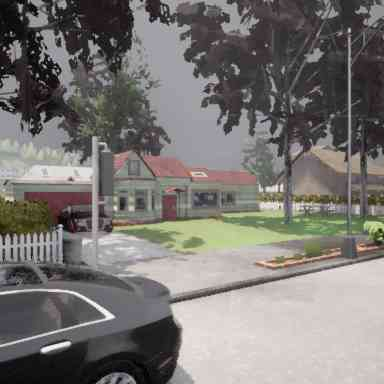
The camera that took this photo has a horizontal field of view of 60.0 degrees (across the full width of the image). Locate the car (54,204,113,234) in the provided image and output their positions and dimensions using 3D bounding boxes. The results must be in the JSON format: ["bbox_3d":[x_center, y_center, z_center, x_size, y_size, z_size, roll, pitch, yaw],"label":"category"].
[{"bbox_3d":[-5.461,1.300,16.571,1.994,1.381,4.181,0,0,-34],"label":"car"}]

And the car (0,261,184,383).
[{"bbox_3d":[-2.376,1.505,2.909,4.892,1.490,1.837,0,0,-35],"label":"car"}]
